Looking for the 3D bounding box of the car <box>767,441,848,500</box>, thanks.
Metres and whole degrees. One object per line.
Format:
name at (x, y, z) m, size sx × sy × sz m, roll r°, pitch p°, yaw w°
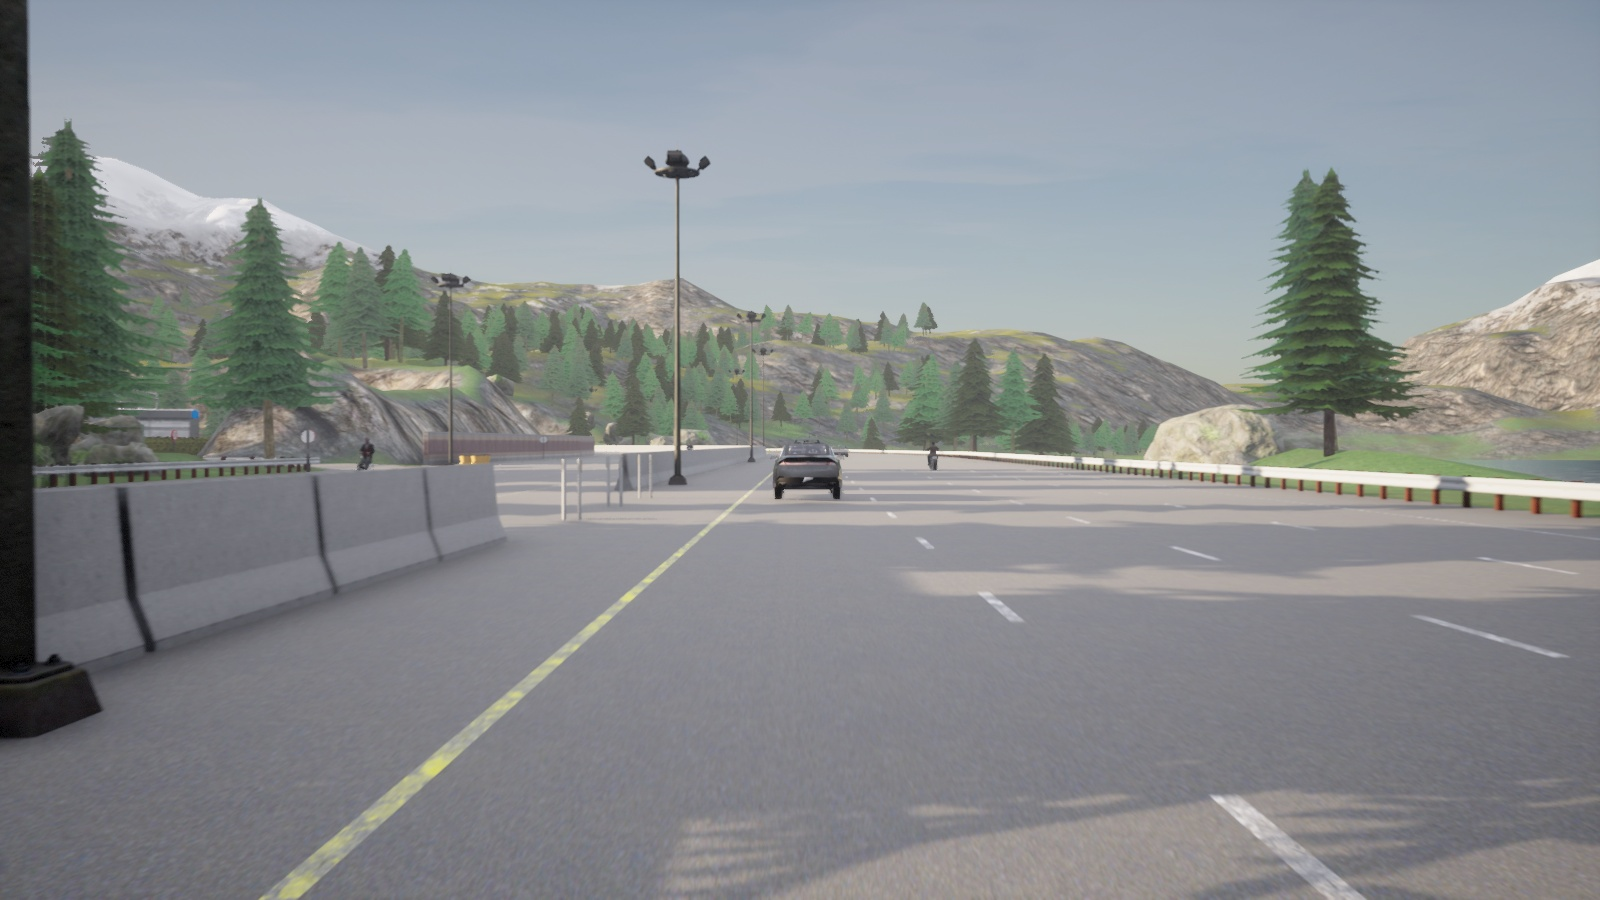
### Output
car at (0.207, 0.520, 35.120) m, size 2.128 × 1.511 × 4.902 m, roll 0°, pitch 0°, yaw 0°
